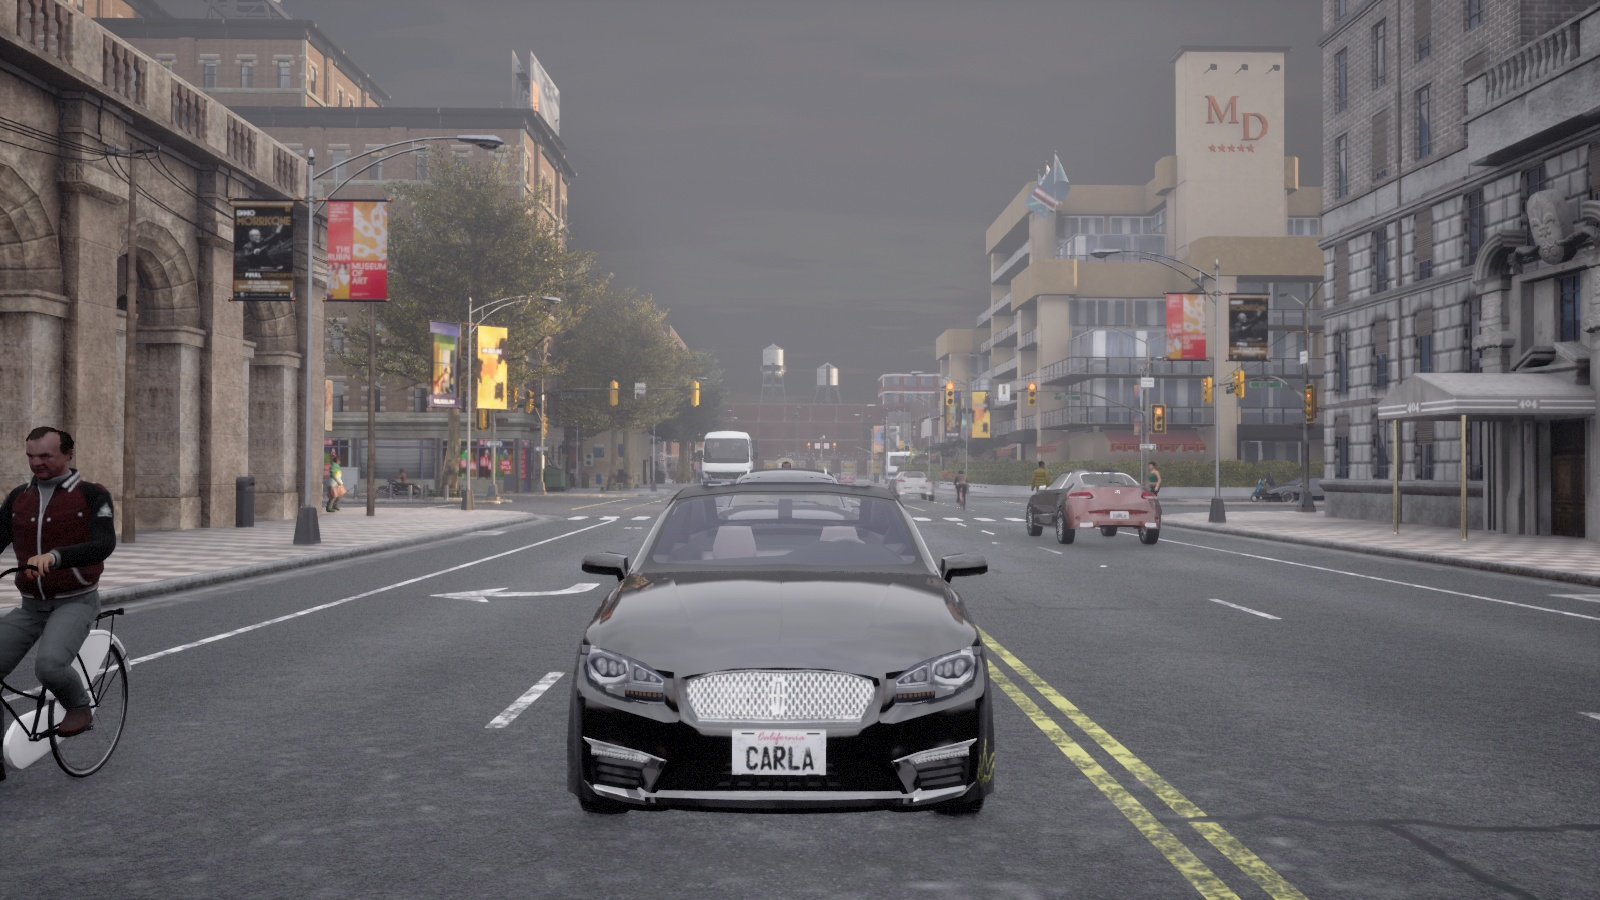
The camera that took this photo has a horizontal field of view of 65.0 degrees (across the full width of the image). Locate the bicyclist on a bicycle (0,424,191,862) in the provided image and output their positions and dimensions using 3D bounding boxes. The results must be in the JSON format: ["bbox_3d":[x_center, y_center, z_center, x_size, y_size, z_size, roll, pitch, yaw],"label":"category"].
[{"bbox_3d":[-3.575,0.796,5.776,0.659,1.776,1.843,0,-1,0],"label":"bicyclist on a bicycle"}]

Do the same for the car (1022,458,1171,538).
[{"bbox_3d":[6.669,1.050,28.852,2.152,1.651,5.027,0,-1,-1],"label":"car"}]

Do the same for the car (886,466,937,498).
[{"bbox_3d":[5.941,1.699,67.447,2.152,1.651,5.027,0,-1,-1],"label":"car"}]

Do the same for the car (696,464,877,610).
[{"bbox_3d":[-0.165,1.024,16.622,2.033,1.649,4.856,0,-1,0],"label":"car"}]

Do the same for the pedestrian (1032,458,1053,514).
[{"bbox_3d":[8.035,1.191,41.583,0.431,1.840,0.709,-1,-1,35],"label":"pedestrian"}]

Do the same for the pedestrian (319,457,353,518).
[{"bbox_3d":[-15.152,1.219,40.994,0.873,1.952,0.659,0,-1,-1],"label":"pedestrian"}]

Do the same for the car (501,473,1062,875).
[{"bbox_3d":[-0.075,0.892,7.228,2.128,1.511,4.902,0,-1,0],"label":"car"}]

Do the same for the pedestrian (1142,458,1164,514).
[{"bbox_3d":[11.588,1.167,41.191,0.594,1.836,0.345,0,-1,-10],"label":"pedestrian"}]

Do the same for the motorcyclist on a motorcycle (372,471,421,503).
[{"bbox_3d":[-21.165,1.953,65.892,2.350,1.649,0.766,0,-1,-1],"label":"motorcyclist on a motorcycle"}]

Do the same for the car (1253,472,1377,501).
[{"bbox_3d":[25.783,1.814,63.007,5.357,1.411,2.033,0,-1,-1],"label":"car"}]

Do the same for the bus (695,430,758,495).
[{"bbox_3d":[-4.931,0.914,86.961,3.944,4.253,10.273,0,-1,-1],"label":"bus"}]
